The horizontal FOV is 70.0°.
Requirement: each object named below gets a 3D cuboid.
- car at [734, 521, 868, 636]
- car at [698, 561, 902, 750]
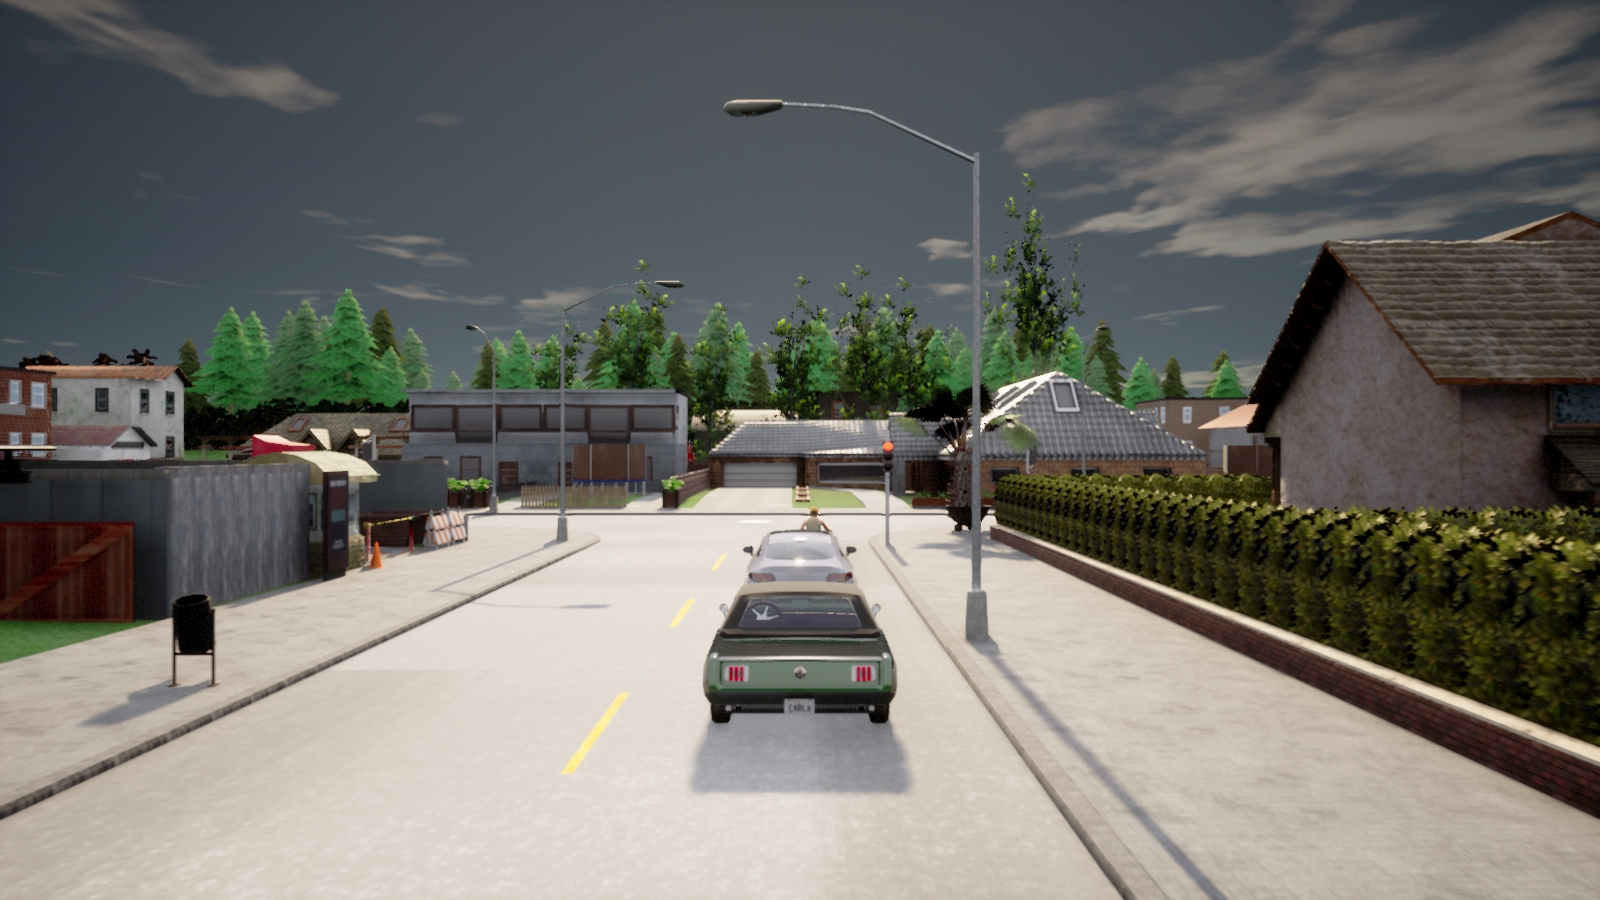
[{"bbox_3d":[-0.001,2.070,19.453,2.002,1.442,4.674,0,0,0],"label":"car"},{"bbox_3d":[0.001,2.147,13.007,1.895,1.301,4.718,0,0,0],"label":"car"}]
